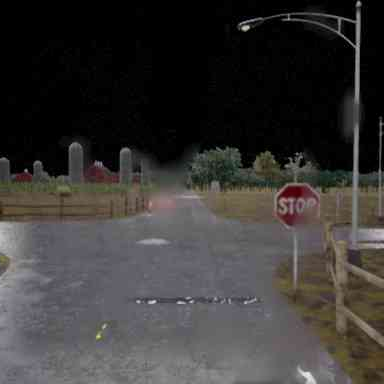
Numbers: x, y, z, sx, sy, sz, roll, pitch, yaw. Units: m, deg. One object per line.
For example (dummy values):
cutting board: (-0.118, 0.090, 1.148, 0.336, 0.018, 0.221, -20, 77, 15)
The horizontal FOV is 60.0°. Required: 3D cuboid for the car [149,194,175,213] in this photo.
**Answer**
car: (-2.760, 0.972, 31.012, 2.097, 1.767, 4.553, 0, 0, 0)
